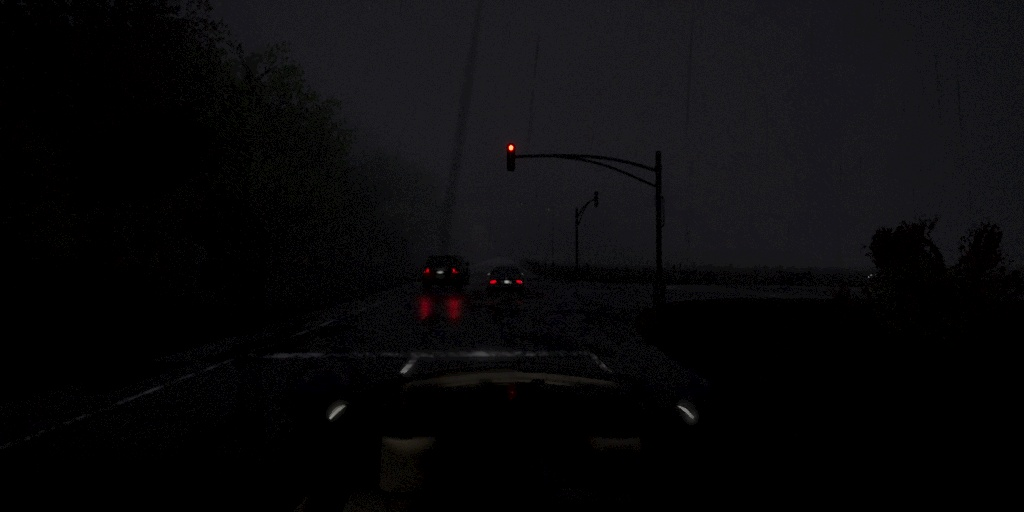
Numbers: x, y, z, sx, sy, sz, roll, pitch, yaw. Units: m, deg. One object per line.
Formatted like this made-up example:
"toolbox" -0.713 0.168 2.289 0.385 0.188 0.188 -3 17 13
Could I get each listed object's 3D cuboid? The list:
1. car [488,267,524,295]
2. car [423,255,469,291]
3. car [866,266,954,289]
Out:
"car" -0.322 1.276 19.404 2.033 1.411 5.357 0 0 -1
"car" -3.877 0.948 21.784 2.150 2.045 5.566 0 0 -1
"car" 27.248 1.431 24.633 4.553 1.767 2.097 1 -1 -1
